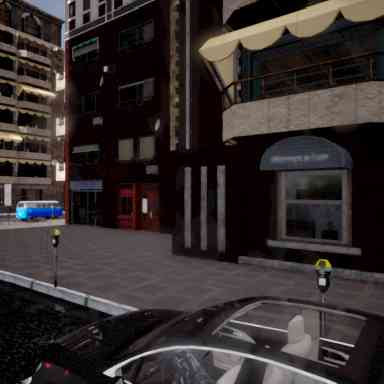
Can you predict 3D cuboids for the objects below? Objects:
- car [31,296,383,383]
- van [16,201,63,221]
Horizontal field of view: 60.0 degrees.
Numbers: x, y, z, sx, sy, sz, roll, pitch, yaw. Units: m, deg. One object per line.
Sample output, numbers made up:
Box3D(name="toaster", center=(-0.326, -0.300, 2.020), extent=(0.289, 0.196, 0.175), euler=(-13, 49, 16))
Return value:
Box3D(name="car", center=(0.504, 1.551, 2.515), extent=(4.403, 1.369, 2.008), euler=(0, 0, 36))
Box3D(name="van", center=(-13.751, 1.707, 30.187), extent=(1.690, 1.788, 3.998), euler=(-1, -2, 35))
